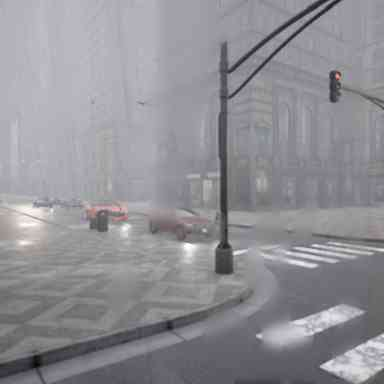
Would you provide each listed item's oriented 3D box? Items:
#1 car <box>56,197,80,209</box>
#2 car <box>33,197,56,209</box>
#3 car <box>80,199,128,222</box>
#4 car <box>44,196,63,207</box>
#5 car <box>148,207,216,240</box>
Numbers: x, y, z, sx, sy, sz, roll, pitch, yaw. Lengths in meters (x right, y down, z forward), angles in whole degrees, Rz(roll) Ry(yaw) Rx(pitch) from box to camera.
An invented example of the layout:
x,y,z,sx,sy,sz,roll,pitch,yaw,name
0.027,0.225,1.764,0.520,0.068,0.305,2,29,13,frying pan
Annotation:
x,y,z,sx,sy,sz,roll,pitch,yaw,name
-16.148,1.498,44.445,2.033,1.411,5.357,0,0,-35,car
-19.958,1.459,44.499,1.837,1.490,4.892,0,0,-35,car
-6.679,1.349,25.745,2.097,1.767,4.553,0,0,-35,car
-21.792,1.455,52.258,1.812,1.442,4.674,0,0,-36,car
-0.699,1.524,17.377,1.812,1.442,4.674,0,0,-34,car
